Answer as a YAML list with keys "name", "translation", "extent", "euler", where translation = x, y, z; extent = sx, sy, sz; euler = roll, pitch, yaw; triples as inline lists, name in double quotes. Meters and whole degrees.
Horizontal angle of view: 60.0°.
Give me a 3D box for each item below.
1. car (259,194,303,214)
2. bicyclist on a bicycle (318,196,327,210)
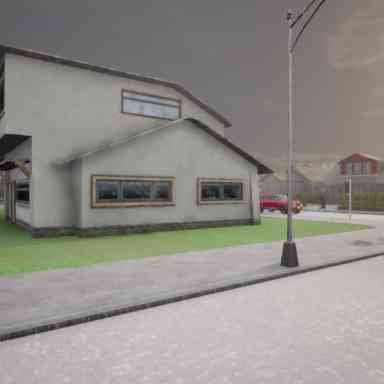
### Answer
- name: "car"
  translation: [9.038, 1.222, 35.391]
  extent: [2.150, 2.045, 5.566]
  euler: [0, 0, -35]
- name: "bicyclist on a bicycle"
  translation: [15.828, 1.349, 40.329]
  extent: [1.656, 1.620, 0.582]
  euler: [0, 0, -35]
